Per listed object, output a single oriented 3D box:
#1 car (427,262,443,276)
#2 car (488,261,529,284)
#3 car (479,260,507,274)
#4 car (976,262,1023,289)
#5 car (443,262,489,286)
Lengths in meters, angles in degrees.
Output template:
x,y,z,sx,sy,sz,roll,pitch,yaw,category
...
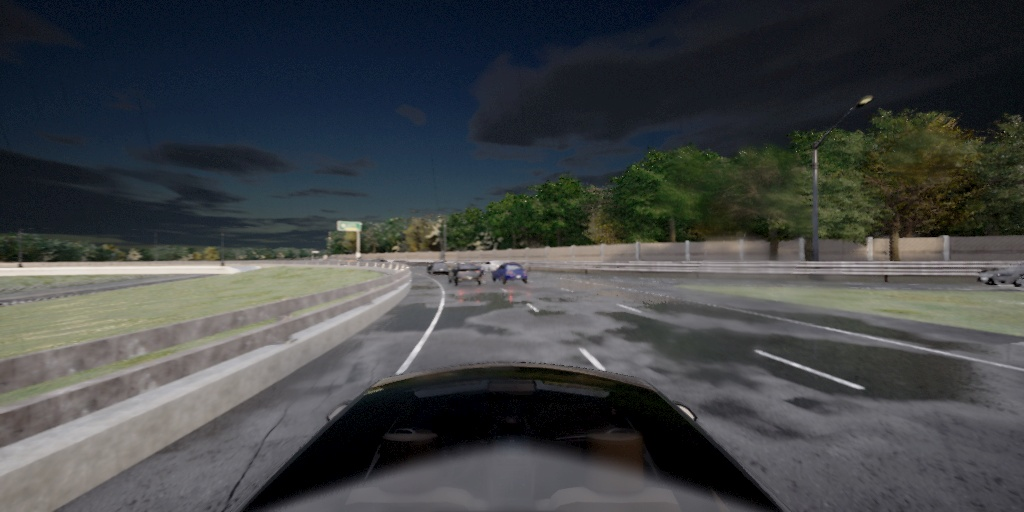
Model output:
x,y,z,sx,sy,sz,roll,pitch,yaw,category
-8.086,1.379,39.298,1.994,1.385,4.181,-1,0,-23,car
-0.198,1.271,27.251,1.812,1.442,4.674,-1,0,-17,car
-2.336,1.286,43.585,1.812,1.442,4.674,0,0,-24,car
28.793,0.977,19.456,4.902,1.511,2.128,0,0,14,car
-3.470,1.268,25.979,2.128,1.511,4.902,-1,0,-17,car
